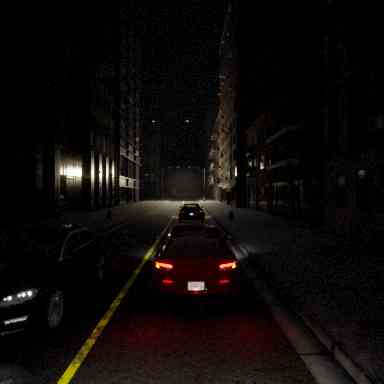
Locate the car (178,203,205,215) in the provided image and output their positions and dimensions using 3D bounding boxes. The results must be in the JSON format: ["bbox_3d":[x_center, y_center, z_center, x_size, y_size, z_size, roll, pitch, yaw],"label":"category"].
[{"bbox_3d":[-0.036,1.566,26.051,1.994,1.385,4.181,0,0,0],"label":"car"}]

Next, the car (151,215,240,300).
[{"bbox_3d":[0.059,1.527,8.291,1.812,1.442,4.674,0,0,0],"label":"car"}]

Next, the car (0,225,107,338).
[{"bbox_3d":[-3.135,1.492,6.923,2.128,1.511,4.902,0,0,0],"label":"car"}]
